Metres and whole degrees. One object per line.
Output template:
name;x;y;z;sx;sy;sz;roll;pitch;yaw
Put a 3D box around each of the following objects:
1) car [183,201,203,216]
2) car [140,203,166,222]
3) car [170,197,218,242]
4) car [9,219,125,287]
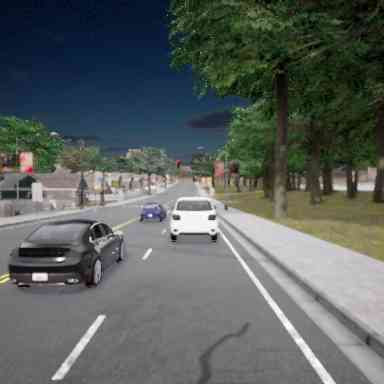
car;0.094;1.682;35.277;2.033;1.411;5.357;0;0;0
car;-3.156;1.618;27.488;1.812;1.442;4.674;0;0;0
car;0.099;1.261;16.851;2.150;2.045;5.566;0;0;0
car;-3.150;1.515;9.307;1.837;1.490;4.892;0;0;0
